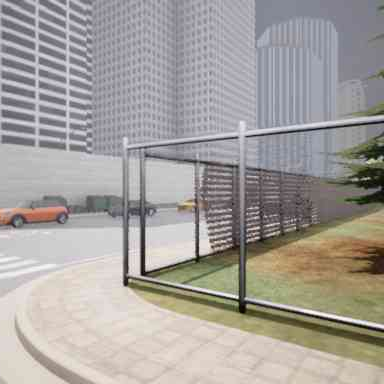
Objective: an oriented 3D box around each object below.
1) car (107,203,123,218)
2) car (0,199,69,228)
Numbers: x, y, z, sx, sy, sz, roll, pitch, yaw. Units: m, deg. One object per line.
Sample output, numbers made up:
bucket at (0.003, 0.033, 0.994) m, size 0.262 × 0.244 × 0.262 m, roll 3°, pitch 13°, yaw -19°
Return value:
car at (-5.241, 1.467, 29.466) m, size 1.837 × 1.490 × 4.892 m, roll 0°, pitch 0°, yaw 36°
car at (-10.572, 1.314, 21.953) m, size 2.097 × 1.767 × 4.553 m, roll 0°, pitch 0°, yaw 35°
